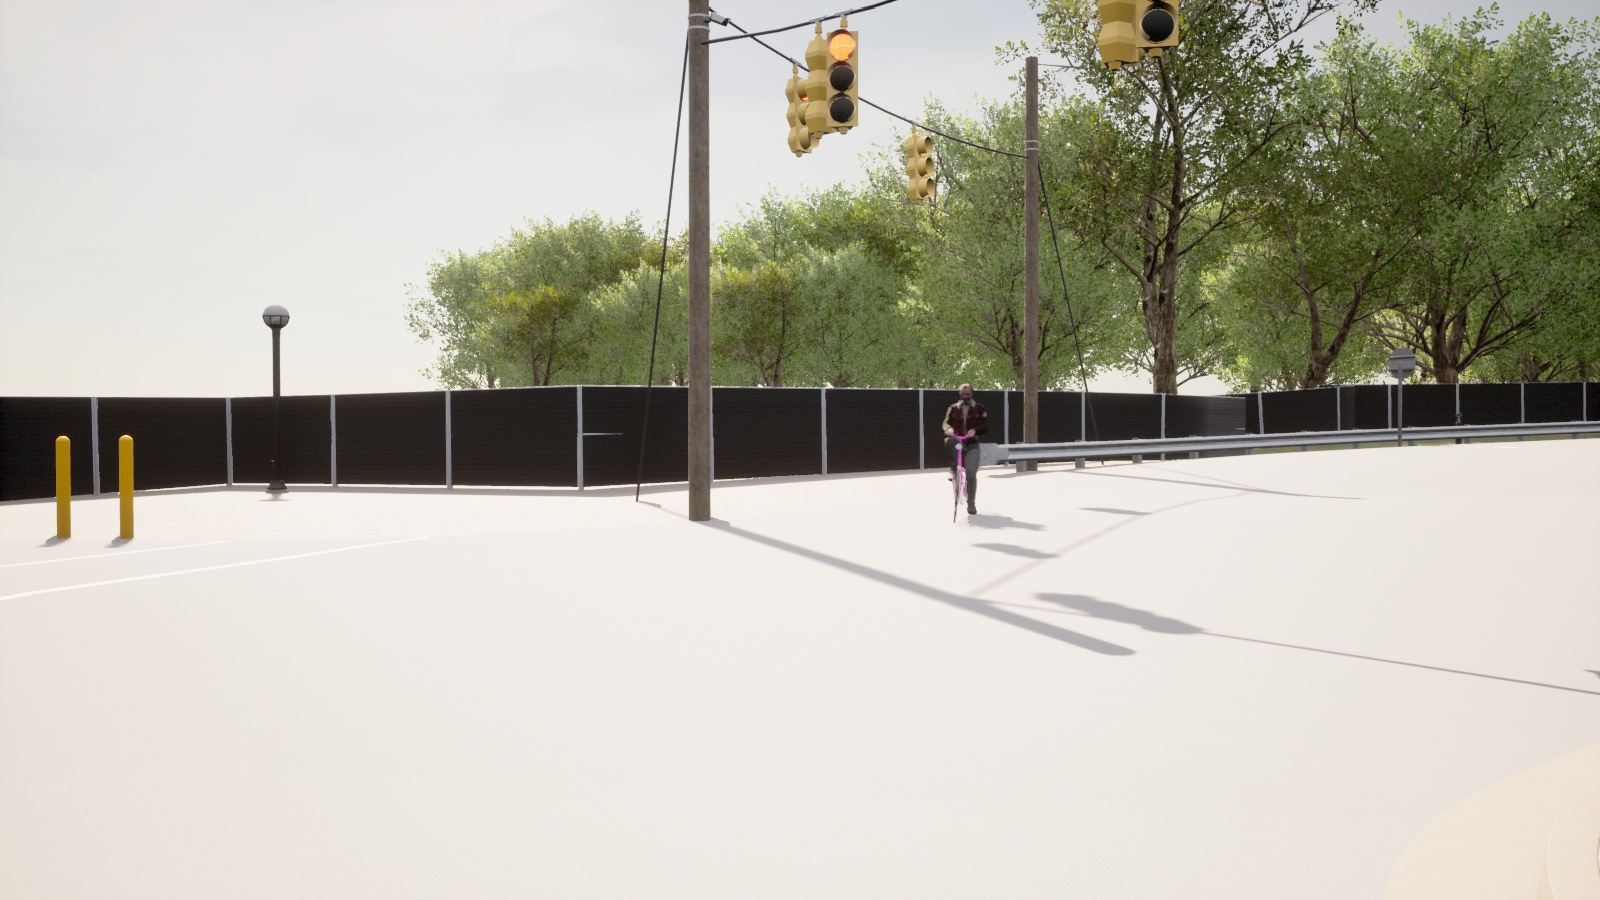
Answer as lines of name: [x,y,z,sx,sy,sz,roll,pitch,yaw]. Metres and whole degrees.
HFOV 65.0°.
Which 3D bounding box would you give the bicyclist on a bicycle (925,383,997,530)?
bicyclist on a bicycle: [2.105,0.030,16.273,0.659,1.776,1.843,1,4,15]
